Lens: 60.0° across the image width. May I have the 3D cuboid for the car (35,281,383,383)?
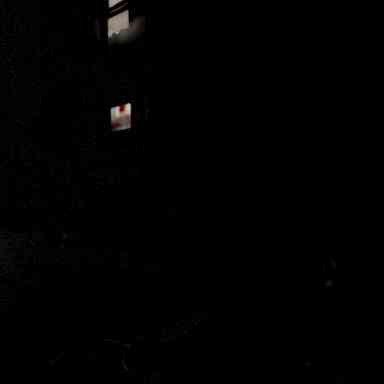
[{"bbox_3d":[0.582,1.448,2.479,4.097,1.590,1.967,-1,-1,36],"label":"car"}]
